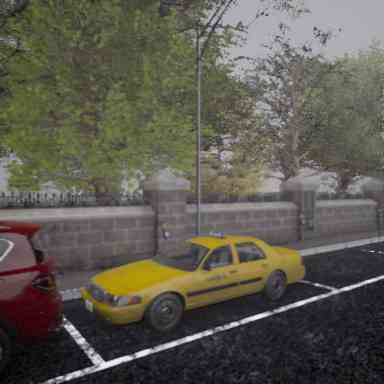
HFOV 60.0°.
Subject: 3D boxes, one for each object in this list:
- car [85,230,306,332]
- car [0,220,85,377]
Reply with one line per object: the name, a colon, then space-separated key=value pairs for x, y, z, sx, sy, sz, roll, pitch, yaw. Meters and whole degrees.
car: x=0.305 y=1.508 z=6.772 sx=4.829 sy=1.417 sz=1.752 roll=0 pitch=0 yaw=-35
car: x=-4.066 y=1.321 z=3.654 sx=5.009 sy=1.841 sz=2.192 roll=0 pitch=0 yaw=-35
